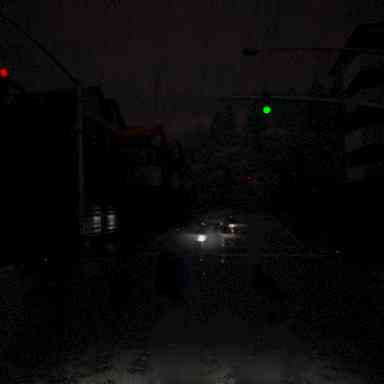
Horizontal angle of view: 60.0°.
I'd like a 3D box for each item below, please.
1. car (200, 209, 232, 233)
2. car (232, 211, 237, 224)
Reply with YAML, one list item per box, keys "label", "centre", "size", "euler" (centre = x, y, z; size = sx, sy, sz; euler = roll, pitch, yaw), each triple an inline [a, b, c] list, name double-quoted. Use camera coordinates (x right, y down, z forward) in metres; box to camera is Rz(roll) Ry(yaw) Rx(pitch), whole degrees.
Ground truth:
- label: "car"
  centre: [1.815, 2.330, 26.028]
  size: [1.812, 1.442, 4.674]
  euler: [-2, -2, 11]
- label: "car"
  centre: [3.654, 2.583, 35.589]
  size: [1.812, 1.442, 4.674]
  euler: [-2, -2, 11]
